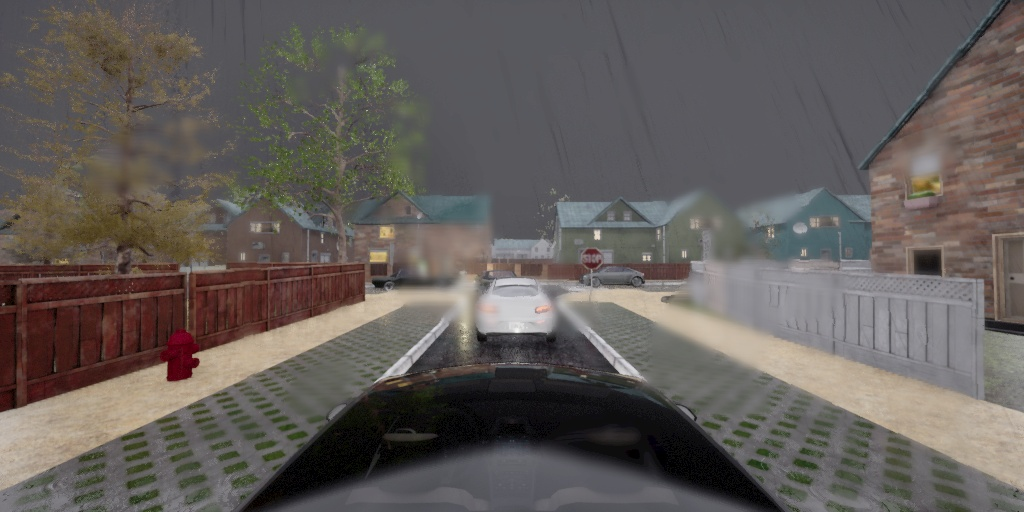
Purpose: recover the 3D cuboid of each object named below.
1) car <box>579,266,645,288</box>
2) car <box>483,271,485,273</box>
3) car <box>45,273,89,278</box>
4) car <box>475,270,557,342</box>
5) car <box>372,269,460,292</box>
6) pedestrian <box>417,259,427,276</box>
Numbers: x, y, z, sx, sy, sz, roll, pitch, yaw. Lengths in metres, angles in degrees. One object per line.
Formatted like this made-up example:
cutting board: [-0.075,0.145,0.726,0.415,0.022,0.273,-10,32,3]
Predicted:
car: [6.539,1.344,23.694,4.181,1.385,1.994,0,-1,1]
car: [-0.756,1.366,18.519,1.895,1.301,4.718,0,-1,-12]
car: [-25.607,1.632,21.173,4.718,1.301,1.895,-1,-1,1]
car: [0.103,1.280,9.700,1.812,1.442,4.674,0,0,0]
car: [-5.482,1.417,20.904,4.718,1.301,1.895,-1,-1,1]
pedestrian: [-6.700,1.119,26.789,0.375,1.860,0.375,0,-1,1]
